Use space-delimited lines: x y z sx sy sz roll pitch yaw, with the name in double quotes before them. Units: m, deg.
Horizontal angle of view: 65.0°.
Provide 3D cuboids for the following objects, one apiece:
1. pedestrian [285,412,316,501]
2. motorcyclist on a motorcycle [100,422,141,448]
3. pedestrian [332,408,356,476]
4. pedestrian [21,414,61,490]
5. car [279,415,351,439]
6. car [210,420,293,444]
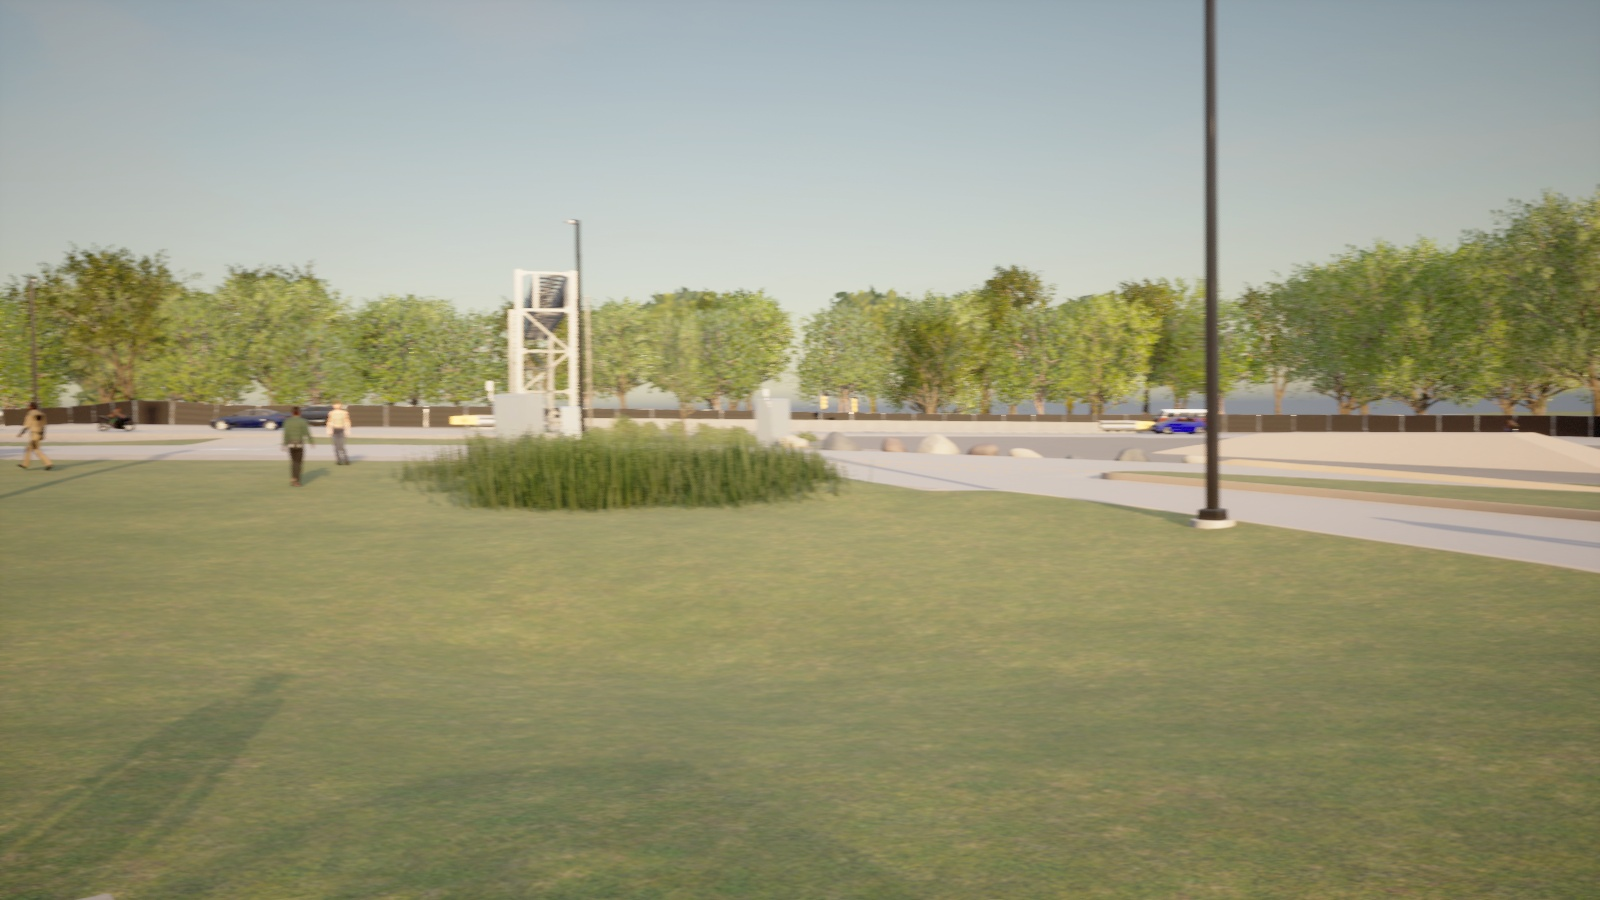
"pedestrian" -11.164 0.139 28.094 0.423 1.949 0.788 -3 2 -13
"motorcyclist on a motorcycle" -41.131 -0.936 76.047 2.044 1.523 0.797 -1 2 -14
"pedestrian" -12.569 -0.222 34.600 0.345 1.836 0.594 -2 2 1
"pedestrian" -19.659 0.043 32.512 0.692 1.930 0.396 -2 2 5
"car" -35.581 -1.694 92.200 4.856 1.649 2.033 -1 1 -23
"car" -36.752 -1.222 84.309 4.792 1.488 2.163 -1 2 -14
